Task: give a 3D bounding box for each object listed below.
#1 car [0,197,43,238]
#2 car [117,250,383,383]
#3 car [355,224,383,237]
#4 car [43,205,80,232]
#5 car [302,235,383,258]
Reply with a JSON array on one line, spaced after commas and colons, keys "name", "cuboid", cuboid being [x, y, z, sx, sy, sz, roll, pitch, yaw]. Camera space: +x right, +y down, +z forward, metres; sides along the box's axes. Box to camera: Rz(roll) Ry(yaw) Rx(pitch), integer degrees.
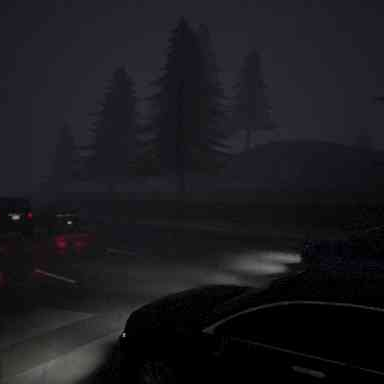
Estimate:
[{"name": "car", "cuboid": [-10.077, 1.286, 17.185, 5.566, 2.045, 2.150, 0, 0, 43]}, {"name": "car", "cuboid": [1.389, 1.514, 3.088, 4.892, 1.490, 1.837, 0, 0, 36]}, {"name": "car", "cuboid": [5.348, 1.551, 8.868, 4.674, 1.442, 1.812, 0, 0, 36]}, {"name": "car", "cuboid": [-8.802, 1.567, 20.849, 4.902, 1.511, 2.128, 0, 0, 44]}, {"name": "car", "cuboid": [4.257, 1.616, 5.322, 4.718, 1.301, 1.895, 0, 0, 36]}]
